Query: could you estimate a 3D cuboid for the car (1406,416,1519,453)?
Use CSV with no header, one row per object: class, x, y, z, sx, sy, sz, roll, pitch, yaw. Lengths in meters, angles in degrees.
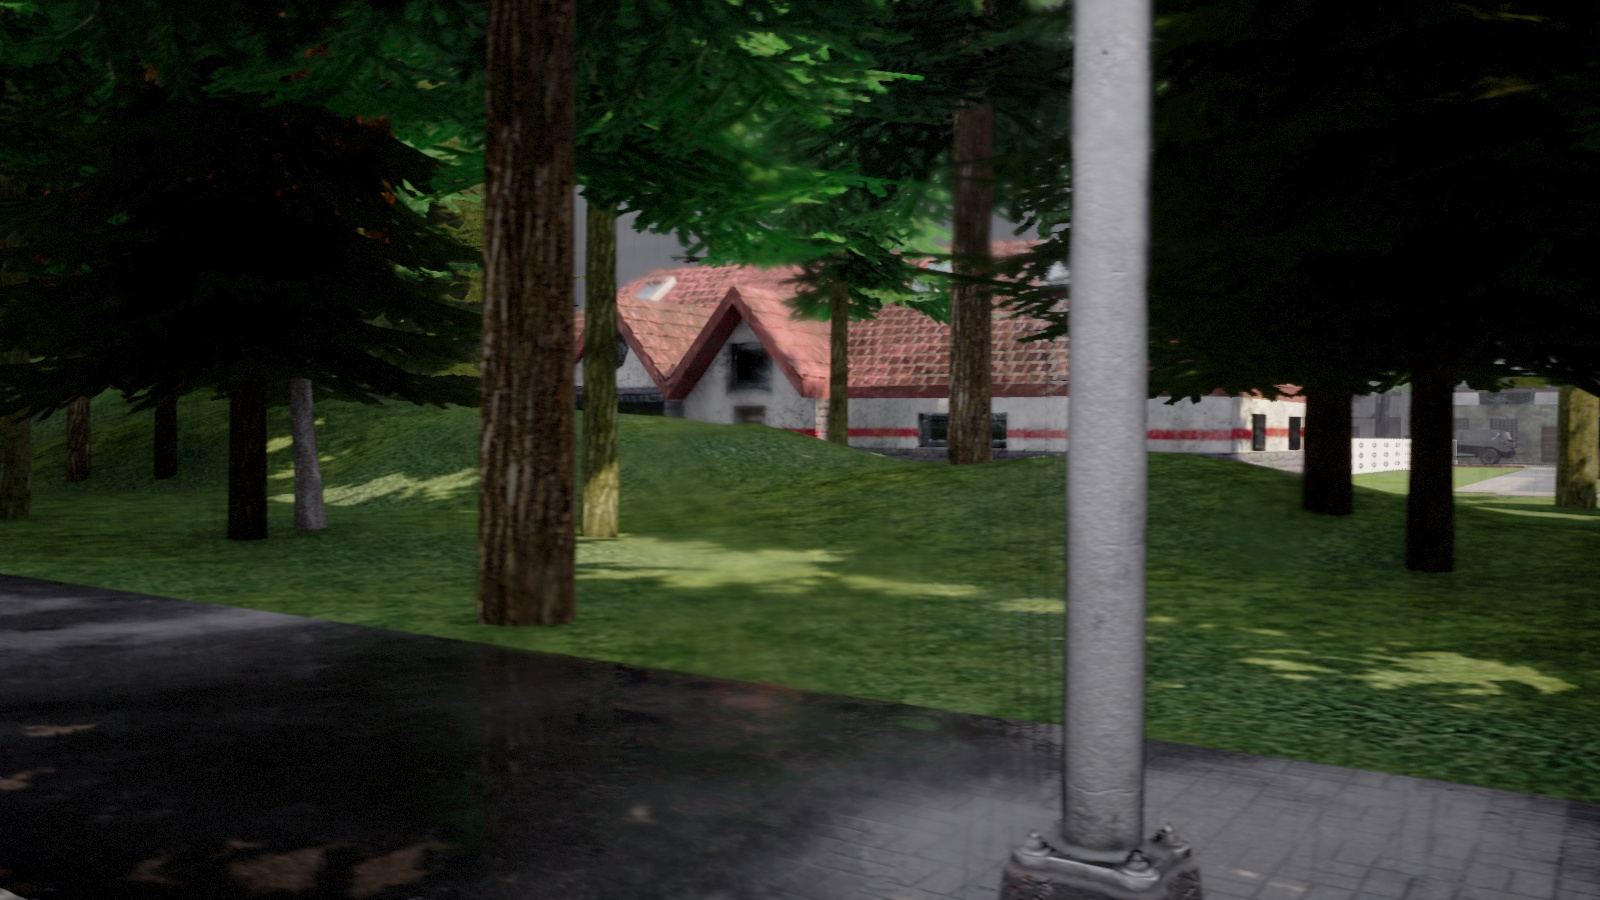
car,38.283,-0.888,72.623,5.566,2.045,2.150,0,1,34
